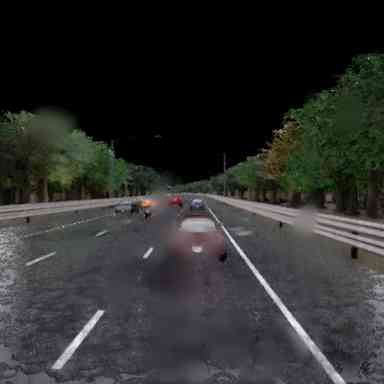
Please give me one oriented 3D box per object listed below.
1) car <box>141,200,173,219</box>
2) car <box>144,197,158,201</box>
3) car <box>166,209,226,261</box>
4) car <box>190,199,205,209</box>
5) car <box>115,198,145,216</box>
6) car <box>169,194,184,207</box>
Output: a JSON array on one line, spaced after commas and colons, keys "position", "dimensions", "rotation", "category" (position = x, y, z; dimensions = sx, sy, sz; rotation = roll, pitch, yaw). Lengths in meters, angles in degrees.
[{"position": [-3.037, 1.681, 29.997], "dimensions": [1.895, 1.301, 4.718], "rotation": [0, 0, 1], "category": "car"}, {"position": [-6.232, 1.463, 49.222], "dimensions": [2.097, 1.767, 4.553], "rotation": [0, 0, 0], "category": "car"}, {"position": [0.214, 1.567, 12.346], "dimensions": [1.812, 1.442, 4.674], "rotation": [0, 0, 1], "category": "car"}, {"position": [0.684, 1.641, 45.143], "dimensions": [1.812, 1.442, 4.674], "rotation": [0, 0, 1], "category": "car"}, {"position": [-6.479, 1.573, 33.833], "dimensions": [2.128, 1.511, 4.902], "rotation": [0, 0, 1], "category": "car"}, {"position": [-2.664, 1.350, 55.586], "dimensions": [2.150, 2.045, 5.566], "rotation": [0, 0, 1], "category": "car"}]
